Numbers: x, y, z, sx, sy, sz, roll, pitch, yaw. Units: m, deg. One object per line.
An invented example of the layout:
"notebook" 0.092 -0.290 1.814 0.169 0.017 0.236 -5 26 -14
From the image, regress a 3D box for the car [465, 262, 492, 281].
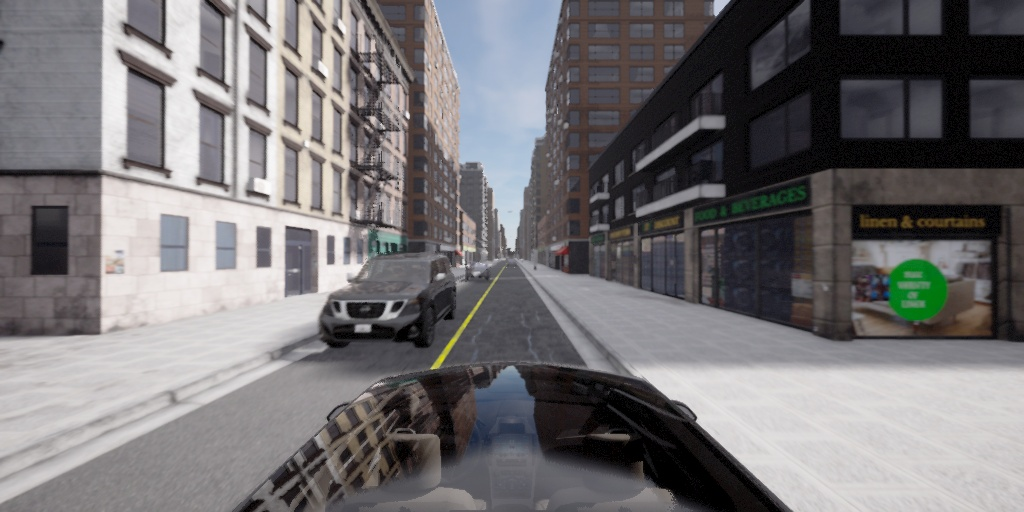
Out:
"car" -2.759 1.244 30.250 2.128 1.511 4.902 0 0 0

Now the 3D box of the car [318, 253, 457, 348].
"car" -2.841 0.963 9.565 2.150 2.045 5.566 0 1 0
